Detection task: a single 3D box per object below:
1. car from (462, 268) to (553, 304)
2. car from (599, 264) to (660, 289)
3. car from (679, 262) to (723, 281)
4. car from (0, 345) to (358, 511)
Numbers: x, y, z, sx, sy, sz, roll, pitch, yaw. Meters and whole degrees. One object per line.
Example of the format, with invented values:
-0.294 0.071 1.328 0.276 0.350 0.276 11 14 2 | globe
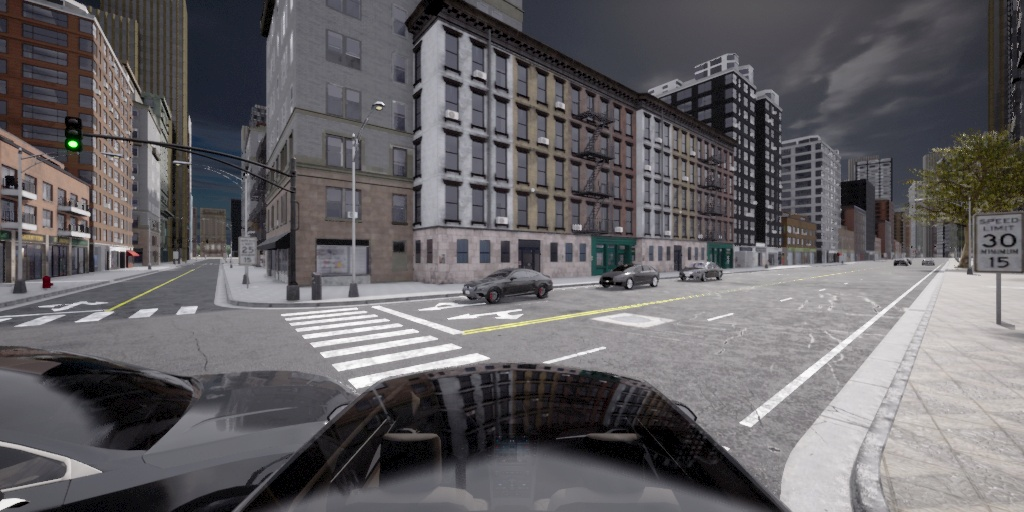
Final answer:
-0.087 1.286 16.720 4.674 1.442 1.812 0 0 -39 | car
7.586 1.257 22.968 4.892 1.490 1.837 0 0 -39 | car
15.576 1.234 29.462 4.902 1.511 2.128 0 0 -39 | car
-3.227 1.257 1.739 4.892 1.490 1.837 0 0 -35 | car
